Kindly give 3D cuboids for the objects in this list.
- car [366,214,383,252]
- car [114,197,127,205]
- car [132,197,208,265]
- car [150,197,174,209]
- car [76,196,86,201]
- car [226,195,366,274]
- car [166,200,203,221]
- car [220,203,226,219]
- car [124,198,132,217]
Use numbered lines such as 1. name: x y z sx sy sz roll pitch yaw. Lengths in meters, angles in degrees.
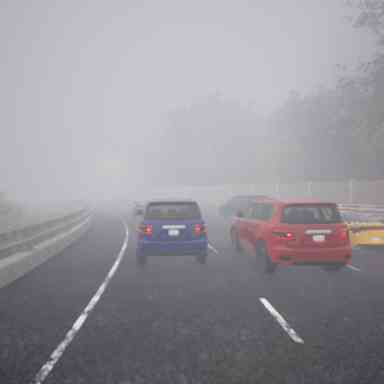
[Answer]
1. car: 5.949 1.466 13.772 1.882 1.535 5.008 0 0 -7
2. car: -13.441 1.624 63.704 1.812 1.442 4.674 0 0 -34
3. car: -0.810 1.234 12.013 2.150 2.045 5.566 0 0 -6
4. car: -4.474 1.532 48.372 1.882 1.535 5.008 0 0 -26
5. car: -28.851 1.697 86.447 2.128 1.511 4.902 0 0 -27
6. car: 2.817 1.220 10.762 2.150 2.045 5.566 0 0 -6
7. car: -0.769 1.516 29.091 2.128 1.511 4.902 0 0 -15
8. car: 4.153 1.226 26.287 2.150 2.045 5.566 0 0 -20
9. car: -4.524 1.530 29.497 2.128 1.511 4.902 0 0 -16
